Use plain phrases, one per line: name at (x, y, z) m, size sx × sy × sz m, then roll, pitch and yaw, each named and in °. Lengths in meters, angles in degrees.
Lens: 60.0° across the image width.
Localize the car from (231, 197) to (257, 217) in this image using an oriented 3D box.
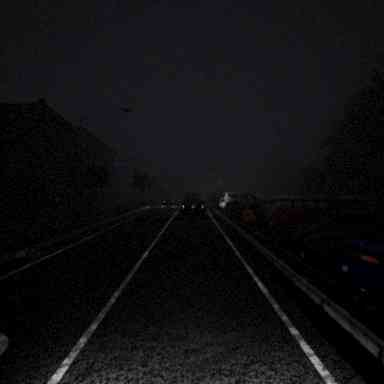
car at (5.623, 1.343, 23.743) m, size 5.008 × 1.535 × 2.097 m, roll 0°, pitch 0°, yaw 0°

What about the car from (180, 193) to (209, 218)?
car at (0.091, 1.209, 28.354) m, size 2.097 × 1.767 × 4.553 m, roll 0°, pitch 0°, yaw 0°

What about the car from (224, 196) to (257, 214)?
car at (5.592, 1.350, 29.351) m, size 4.792 × 1.488 × 2.163 m, roll 0°, pitch 0°, yaw 0°

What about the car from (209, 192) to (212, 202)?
car at (5.630, 1.017, 51.774) m, size 5.566 × 2.045 × 2.435 m, roll 0°, pitch 0°, yaw 0°

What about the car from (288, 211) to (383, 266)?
car at (5.616, 1.450, 9.730) m, size 4.792 × 1.488 × 2.163 m, roll 0°, pitch 0°, yaw 0°

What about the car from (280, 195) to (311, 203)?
car at (18.690, 1.273, 60.170) m, size 5.008 × 1.535 × 2.097 m, roll 0°, pitch 0°, yaw 0°

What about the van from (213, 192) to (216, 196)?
van at (5.488, 1.053, 46.169) m, size 4.442 × 1.987 × 1.878 m, roll 0°, pitch 0°, yaw 0°

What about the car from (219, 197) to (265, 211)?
car at (5.606, 1.298, 37.759) m, size 5.008 × 1.535 × 2.097 m, roll 0°, pitch 0°, yaw 0°

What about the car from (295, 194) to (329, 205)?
car at (18.651, 1.143, 51.814) m, size 4.553 × 1.767 × 2.185 m, roll 0°, pitch 0°, yaw 0°

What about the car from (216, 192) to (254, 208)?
car at (5.643, 1.054, 34.955) m, size 5.566 × 2.045 × 2.435 m, roll 0°, pitch 0°, yaw 0°

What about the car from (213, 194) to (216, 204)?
car at (5.600, 1.286, 43.366) m, size 4.892 × 1.521 × 2.231 m, roll 0°, pitch 0°, yaw 0°

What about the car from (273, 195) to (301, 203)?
car at (18.684, 1.293, 65.738) m, size 5.008 × 1.535 × 2.097 m, roll 0°, pitch 0°, yaw 0°

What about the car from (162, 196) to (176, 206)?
car at (-3.317, 1.313, 49.307) m, size 1.837 × 1.490 × 4.892 m, roll 0°, pitch 0°, yaw 0°

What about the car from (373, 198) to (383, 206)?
car at (18.673, 1.070, 29.537) m, size 5.566 × 2.045 × 2.435 m, roll 0°, pitch 0°, yaw 0°

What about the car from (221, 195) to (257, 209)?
car at (5.614, 1.313, 32.148) m, size 4.892 × 1.521 × 2.231 m, roll 0°, pitch 0°, yaw 0°

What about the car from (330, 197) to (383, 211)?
car at (18.685, 1.299, 37.891) m, size 5.008 × 1.535 × 2.097 m, roll 0°, pitch 0°, yaw 0°

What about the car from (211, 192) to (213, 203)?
car at (5.571, 1.146, 48.973) m, size 4.553 × 1.767 × 2.185 m, roll 0°, pitch 0°, yaw 0°

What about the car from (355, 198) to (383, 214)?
car at (18.726, 1.342, 32.321) m, size 4.792 × 1.488 × 2.163 m, roll 0°, pitch 0°, yaw 0°

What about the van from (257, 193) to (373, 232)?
van at (5.522, 1.163, 15.335) m, size 4.442 × 1.987 × 1.878 m, roll 0°, pitch 0°, yaw 0°

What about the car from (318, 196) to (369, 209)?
car at (18.502, 1.289, 40.677) m, size 5.366 × 1.575 × 1.946 m, roll 0°, pitch 0°, yaw 0°

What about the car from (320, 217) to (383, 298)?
car at (5.644, 1.436, 6.927) m, size 5.008 × 1.535 × 2.097 m, roll 0°, pitch 0°, yaw 0°

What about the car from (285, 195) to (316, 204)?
car at (18.685, 1.309, 57.383) m, size 4.674 × 1.452 × 2.002 m, roll 0°, pitch 0°, yaw 0°

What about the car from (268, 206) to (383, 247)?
car at (5.613, 1.434, 12.533) m, size 4.792 × 1.488 × 2.163 m, roll 0°, pitch 0°, yaw 0°

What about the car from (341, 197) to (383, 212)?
car at (18.665, 1.335, 35.106) m, size 4.792 × 1.488 × 2.163 m, roll 0°, pitch 0°, yaw 0°

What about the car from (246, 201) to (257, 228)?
car at (5.664, 1.403, 18.140) m, size 4.792 × 1.488 × 2.163 m, roll 0°, pitch 0°, yaw 0°

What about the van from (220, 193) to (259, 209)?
van at (5.725, 1.066, 40.562) m, size 4.442 × 1.987 × 1.878 m, roll 0°, pitch 0°, yaw 0°

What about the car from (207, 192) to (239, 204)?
car at (5.634, 1.021, 60.184) m, size 5.566 × 2.045 × 2.435 m, roll 0°, pitch 0°, yaw 0°

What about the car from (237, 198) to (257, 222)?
car at (5.817, 1.354, 20.943) m, size 5.366 × 1.575 × 1.946 m, roll 0°, pitch 0°, yaw 0°
